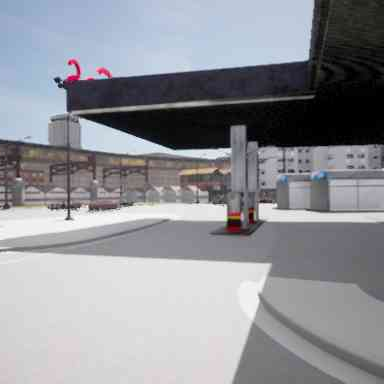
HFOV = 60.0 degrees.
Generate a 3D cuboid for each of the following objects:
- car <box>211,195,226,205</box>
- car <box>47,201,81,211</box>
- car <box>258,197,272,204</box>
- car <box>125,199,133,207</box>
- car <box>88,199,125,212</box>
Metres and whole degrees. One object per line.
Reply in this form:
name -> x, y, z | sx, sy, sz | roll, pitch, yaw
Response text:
car -> 6.650, 1.638, 68.064 | 5.566, 2.045, 2.150 | -1, -1, -13
car -> -19.056, 2.025, 49.653 | 2.128, 1.511, 4.902 | -1, -1, 37
car -> 14.906, 1.892, 72.622 | 4.902, 1.511, 2.128 | -1, 0, -2
car -> -13.223, 2.054, 61.792 | 4.902, 1.511, 2.128 | 0, -1, -43
car -> -12.198, 1.799, 46.830 | 2.097, 1.767, 4.553 | -1, 0, 38
